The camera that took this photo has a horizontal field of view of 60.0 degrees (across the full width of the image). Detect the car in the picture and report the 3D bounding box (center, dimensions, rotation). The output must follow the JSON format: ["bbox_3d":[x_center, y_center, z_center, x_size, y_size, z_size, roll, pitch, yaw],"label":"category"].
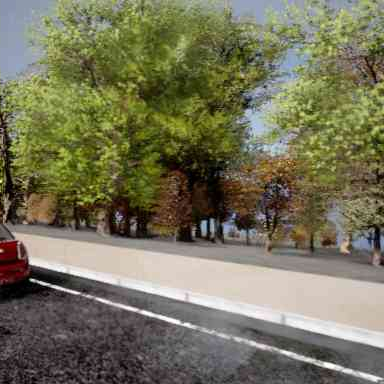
[{"bbox_3d":[-5.870,1.354,7.877,4.553,1.767,2.097,0,0,36],"label":"car"}]
